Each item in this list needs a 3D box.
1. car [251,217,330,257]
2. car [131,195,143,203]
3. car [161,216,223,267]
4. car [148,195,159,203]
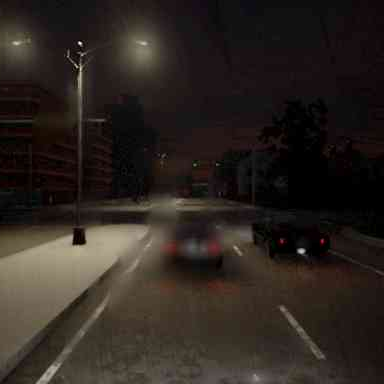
[{"bbox_3d":[3.535,1.603,12.914,1.895,1.301,4.718,0,0,0],"label":"car"},{"bbox_3d":[-11.516,1.453,69.921,1.837,1.490,4.892,0,0,0],"label":"car"},{"bbox_3d":[0.022,1.544,11.378,2.033,1.411,5.357,0,0,0],"label":"car"},{"bbox_3d":[-8.016,1.485,69.921,2.128,1.511,4.902,0,0,0],"label":"car"}]
